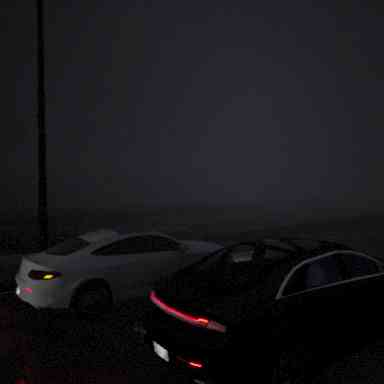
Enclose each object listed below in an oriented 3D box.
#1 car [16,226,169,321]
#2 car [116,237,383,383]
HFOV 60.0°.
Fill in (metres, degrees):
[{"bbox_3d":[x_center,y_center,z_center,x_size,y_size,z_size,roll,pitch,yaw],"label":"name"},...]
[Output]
[{"bbox_3d":[-1.172,1.483,7.201,4.674,1.442,1.812,-1,1,-35],"label":"car"},{"bbox_3d":[1.662,1.436,4.894,4.902,1.511,2.128,-1,0,-34],"label":"car"}]
